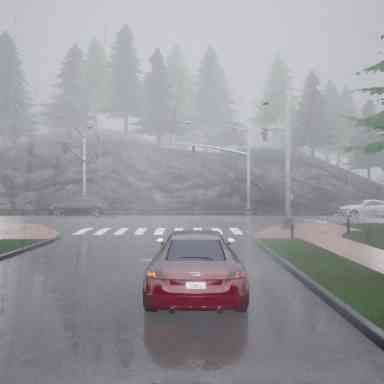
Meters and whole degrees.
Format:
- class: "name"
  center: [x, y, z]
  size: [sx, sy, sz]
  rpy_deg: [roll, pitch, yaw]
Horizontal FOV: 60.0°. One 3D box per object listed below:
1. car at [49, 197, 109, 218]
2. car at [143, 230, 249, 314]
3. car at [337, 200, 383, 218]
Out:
- class: "car"
  center: [-9.236, 1.188, 27.256]
  size: [4.553, 1.767, 2.097]
  rpy_deg: [0, 0, 0]
- class: "car"
  center: [0.084, 1.564, 7.685]
  size: [1.994, 1.385, 4.181]
  rpy_deg: [0, 0, 0]
- class: "car"
  center: [14.373, 1.364, 27.207]
  size: [4.674, 1.442, 1.812]
  rpy_deg: [0, 0, 0]
